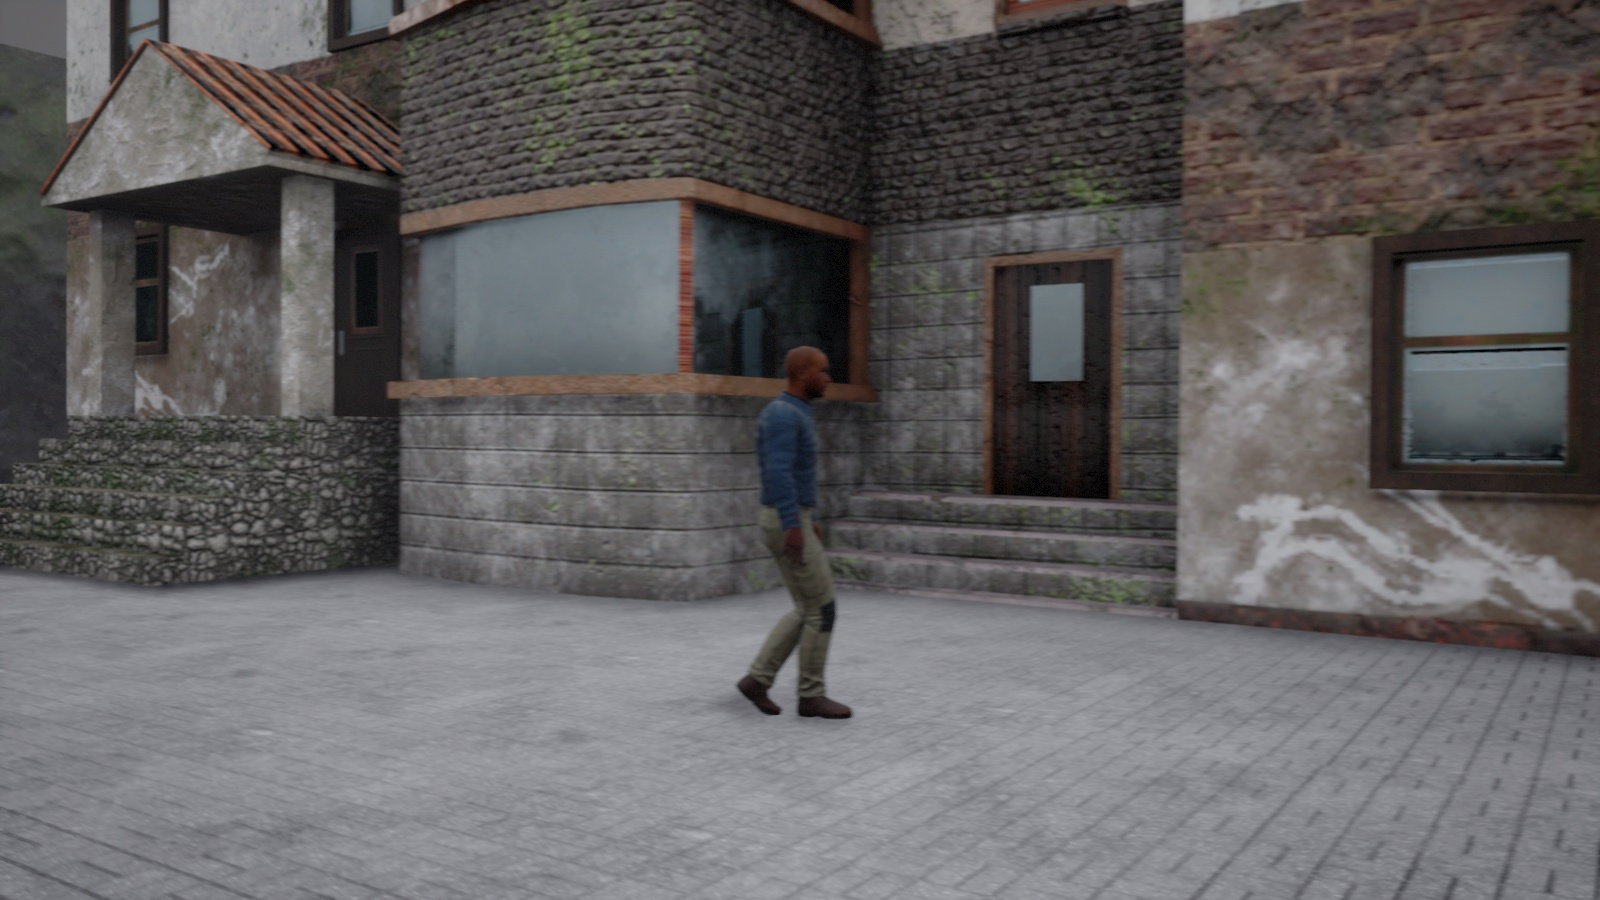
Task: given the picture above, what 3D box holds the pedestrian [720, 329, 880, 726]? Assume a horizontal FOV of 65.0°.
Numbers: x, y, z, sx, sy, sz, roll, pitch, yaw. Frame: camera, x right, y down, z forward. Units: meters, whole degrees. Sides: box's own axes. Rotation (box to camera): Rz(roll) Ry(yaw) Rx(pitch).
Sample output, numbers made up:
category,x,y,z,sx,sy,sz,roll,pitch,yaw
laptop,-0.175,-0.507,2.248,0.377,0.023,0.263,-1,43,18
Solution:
category,x,y,z,sx,sy,sz,roll,pitch,yaw
pedestrian,0.003,0.359,6.006,0.726,1.835,0.370,-1,1,1
